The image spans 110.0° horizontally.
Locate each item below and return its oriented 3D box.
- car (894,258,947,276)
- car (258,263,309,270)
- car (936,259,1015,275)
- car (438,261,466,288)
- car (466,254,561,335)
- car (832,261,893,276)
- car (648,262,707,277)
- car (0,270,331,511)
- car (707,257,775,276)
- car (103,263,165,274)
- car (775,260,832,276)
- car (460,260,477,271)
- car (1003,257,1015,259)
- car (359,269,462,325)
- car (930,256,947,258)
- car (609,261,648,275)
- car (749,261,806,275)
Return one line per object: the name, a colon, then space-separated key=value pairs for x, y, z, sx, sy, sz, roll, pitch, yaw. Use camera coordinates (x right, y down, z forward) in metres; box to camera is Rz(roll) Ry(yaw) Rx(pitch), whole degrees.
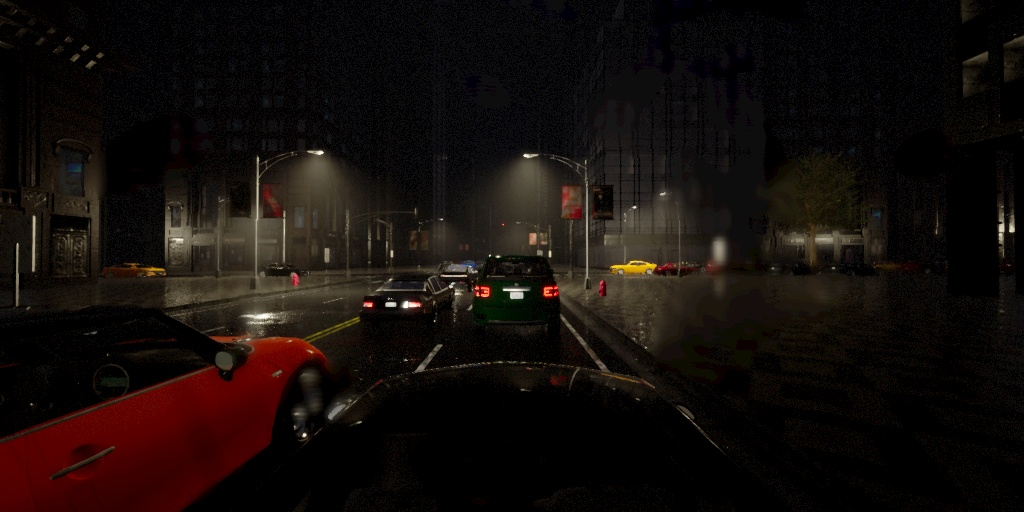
car: x=42.570 y=1.179 z=36.377 sx=5.008 sy=1.535 sz=1.882 roll=0 pitch=-1 yaw=0
car: x=-22.555 y=1.432 z=35.460 sx=4.892 sy=1.490 sz=1.837 roll=0 pitch=-1 yaw=0
car: x=43.559 y=1.214 z=33.761 sx=4.507 sy=1.381 sz=1.888 roll=0 pitch=0 yaw=-1
car: x=-3.121 y=1.280 z=21.491 sx=2.128 sy=1.511 sz=4.902 roll=0 pitch=0 yaw=0
car: x=0.115 y=0.979 z=10.670 sx=2.150 sy=2.045 sz=5.566 roll=0 pitch=0 yaw=0
car: x=32.282 y=1.260 z=33.604 sx=4.313 sy=1.339 sz=1.948 roll=0 pitch=0 yaw=-1
car: x=15.369 y=1.327 z=33.370 sx=4.207 sy=1.307 sz=1.802 roll=0 pitch=0 yaw=-1
car: x=-3.146 y=1.102 z=2.342 sx=2.097 sy=1.767 sz=4.553 roll=0 pitch=0 yaw=0
car: x=21.008 y=1.041 z=33.448 sx=5.009 sy=1.841 sz=2.192 roll=0 pitch=0 yaw=-1
car: x=-37.292 y=1.472 z=35.501 sx=5.008 sy=1.535 sz=1.882 roll=0 pitch=-1 yaw=0
car: x=26.645 y=1.276 z=33.526 sx=4.313 sy=1.339 sz=1.948 roll=0 pitch=0 yaw=-1
car: x=-6.501 y=1.457 z=53.911 sx=1.882 sy=1.535 sz=5.008 roll=0 pitch=0 yaw=0
car: x=49.197 y=0.973 z=33.839 sx=5.009 sy=1.841 sz=2.192 roll=0 pitch=0 yaw=-1
car: x=-3.120 y=1.307 z=11.754 sx=2.033 sy=1.411 sz=5.357 roll=0 pitch=0 yaw=0
car: x=47.489 y=1.056 z=39.494 sx=5.566 sy=2.045 sz=2.150 roll=0 pitch=-1 yaw=-1
car: x=13.172 y=1.299 z=39.118 sx=5.008 sy=1.535 sz=1.882 roll=0 pitch=-1 yaw=-1
car: x=29.016 y=1.276 z=39.332 sx=4.892 sy=1.490 sz=1.837 roll=0 pitch=-1 yaw=-1
